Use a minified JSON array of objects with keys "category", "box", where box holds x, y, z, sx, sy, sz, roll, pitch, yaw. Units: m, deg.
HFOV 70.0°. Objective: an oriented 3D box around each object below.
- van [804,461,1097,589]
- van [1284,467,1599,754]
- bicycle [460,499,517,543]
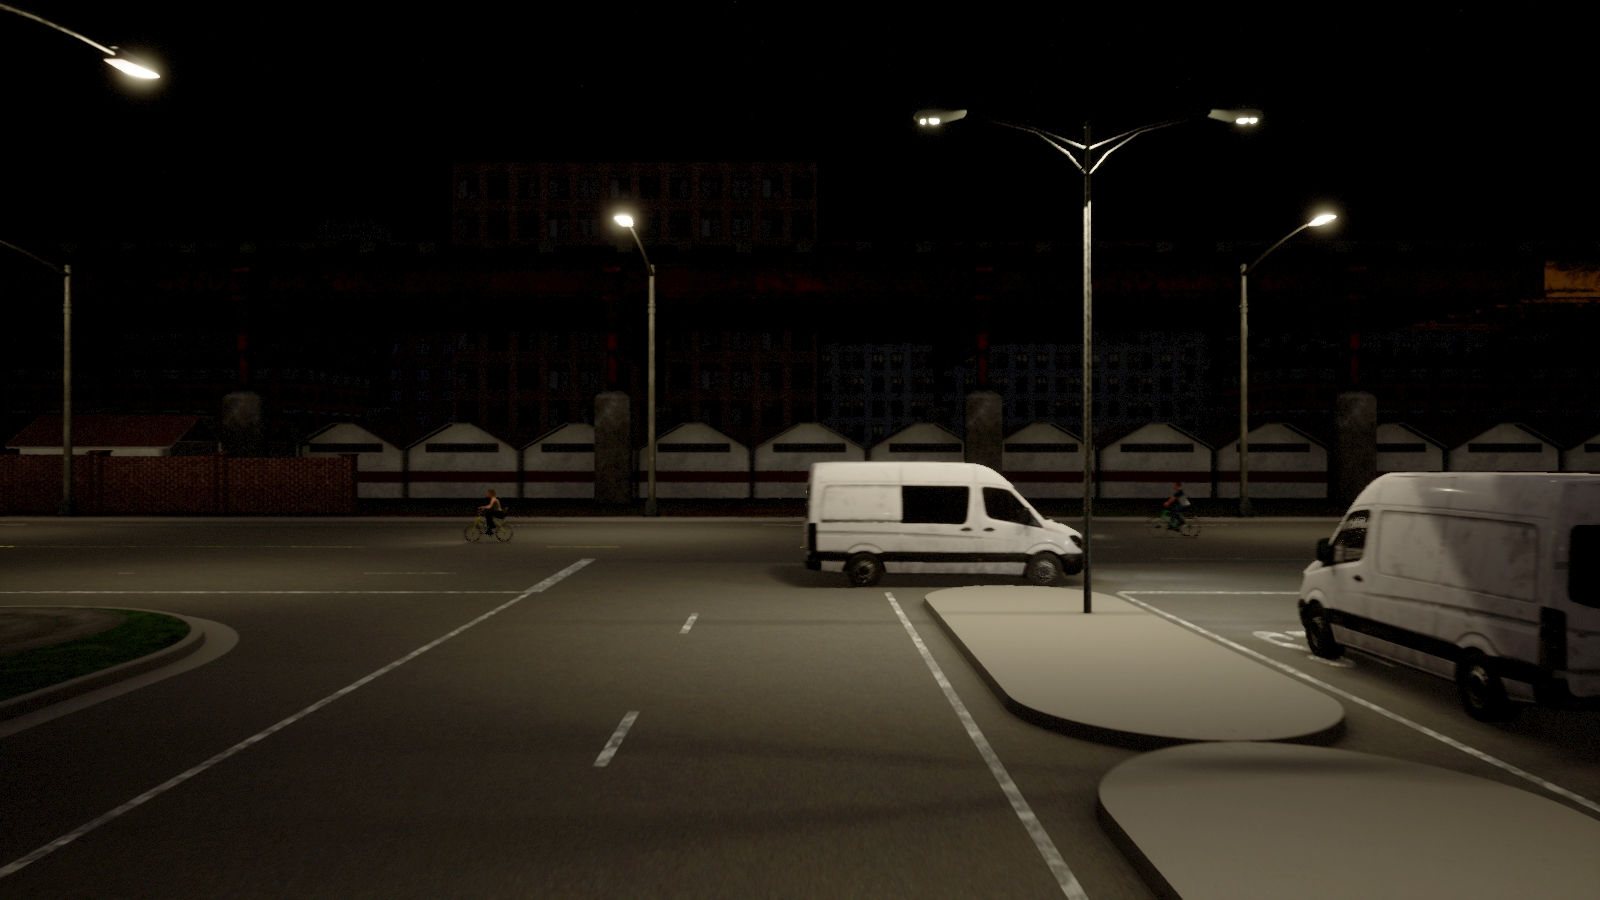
[{"category":"van","box":[3.051,1.534,24.132,5.915,2.561,1.988,0,0,0]},{"category":"van","box":[7.986,1.534,13.553,1.988,2.561,5.915,0,0,0]},{"category":"bicycle","box":[-9.445,2.145,34.660,1.487,1.301,0.859,0,0,0]}]
